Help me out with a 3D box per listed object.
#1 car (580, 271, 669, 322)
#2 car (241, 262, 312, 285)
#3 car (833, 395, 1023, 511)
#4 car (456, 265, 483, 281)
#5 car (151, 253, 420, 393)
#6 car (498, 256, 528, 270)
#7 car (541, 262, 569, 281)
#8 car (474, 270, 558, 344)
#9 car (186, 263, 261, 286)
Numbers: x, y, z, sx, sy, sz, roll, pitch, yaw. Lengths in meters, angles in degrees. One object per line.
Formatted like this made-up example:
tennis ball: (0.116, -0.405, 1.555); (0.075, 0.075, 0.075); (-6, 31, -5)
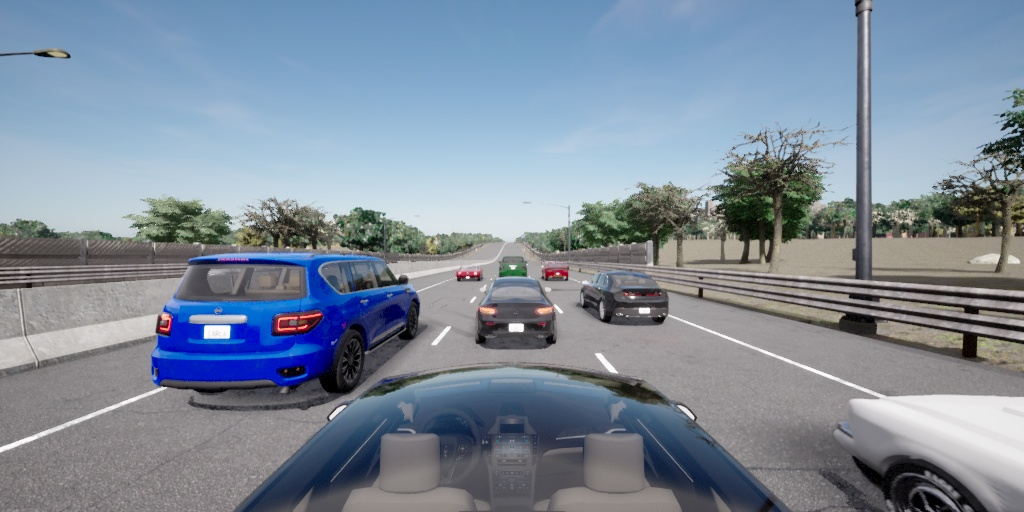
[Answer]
car: (3.594, 1.248, 12.199); (1.837, 1.490, 4.892); (0, 0, 0)
car: (-17.624, 1.250, 27.183); (2.128, 1.511, 4.902); (0, 0, 0)
car: (3.598, 1.352, 0.779); (1.895, 1.301, 4.718); (0, 0, 0)
car: (-3.423, 1.366, 29.679); (1.895, 1.301, 4.718); (0, 0, -1)
car: (-3.405, 0.968, 6.821); (2.150, 2.045, 5.566); (0, 0, 0)
car: (0.074, 0.984, 28.792); (2.150, 2.045, 5.566); (0, 0, 0)
car: (3.571, 1.245, 30.318); (1.882, 1.535, 5.008); (0, 0, 0)
car: (0.092, 1.270, 9.485); (1.812, 1.442, 4.674); (0, 0, 0)
car: (-21.124, 1.283, 26.585); (1.812, 1.442, 4.674); (0, 0, 0)
